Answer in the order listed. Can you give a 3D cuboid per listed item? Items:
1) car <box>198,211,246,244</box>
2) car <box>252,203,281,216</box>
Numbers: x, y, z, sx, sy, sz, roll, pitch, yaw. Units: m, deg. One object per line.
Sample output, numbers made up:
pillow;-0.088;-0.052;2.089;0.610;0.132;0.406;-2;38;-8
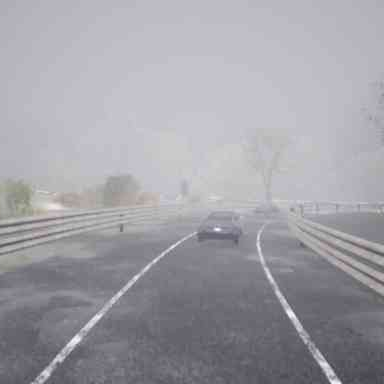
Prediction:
car;1.587;1.652;16.666;1.994;1.385;4.181;1;0;13
car;8.912;1.991;39.323;2.033;1.411;5.357;2;0;33
